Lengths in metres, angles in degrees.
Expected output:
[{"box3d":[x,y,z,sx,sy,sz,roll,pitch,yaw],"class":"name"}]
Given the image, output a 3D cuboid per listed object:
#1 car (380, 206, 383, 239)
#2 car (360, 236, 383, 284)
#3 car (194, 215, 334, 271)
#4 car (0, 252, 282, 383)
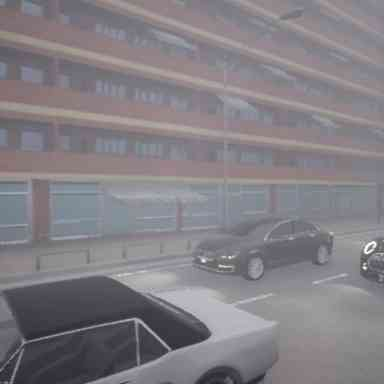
[{"box3d":[11.521,1.436,16.480,5.008,1.535,1.882,0,0,-35],"class":"car"},{"box3d":[6.272,1.330,8.438,4.553,1.767,2.097,0,0,-35],"class":"car"},{"box3d":[2.275,1.487,9.898,4.892,1.490,1.837,0,0,-35],"class":"car"},{"box3d":[-1.445,1.600,2.942,4.718,1.301,1.895,0,0,-35],"class":"car"}]
